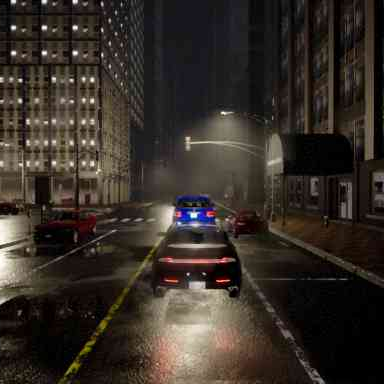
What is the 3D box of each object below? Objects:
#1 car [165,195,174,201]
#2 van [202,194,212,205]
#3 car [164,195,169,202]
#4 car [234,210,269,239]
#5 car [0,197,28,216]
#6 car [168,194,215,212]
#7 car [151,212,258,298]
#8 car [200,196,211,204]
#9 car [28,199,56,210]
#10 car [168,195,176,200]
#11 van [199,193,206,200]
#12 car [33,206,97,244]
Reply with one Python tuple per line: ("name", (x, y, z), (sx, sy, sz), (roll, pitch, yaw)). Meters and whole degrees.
("car", (-5.676, 1.538, 83.481), (1.947, 1.339, 4.313), (0, 0, 0))
("van", (2.698, 1.326, 60.691), (1.690, 1.788, 3.998), (0, 0, 0))
("car", (-5.677, 1.521, 77.784), (1.887, 1.381, 4.507), (0, 0, 0))
("car", (2.818, 1.579, 17.098), (1.802, 1.307, 4.206), (0, 0, 0))
("car", (-18.602, 1.306, 31.066), (5.009, 1.841, 2.192), (0, 0, 1))
("car", (0.093, 1.218, 18.417), (2.150, 2.045, 5.566), (0, 0, 0))
("car", (0.101, 1.490, 8.498), (2.128, 1.511, 4.902), (0, 0, 0))
("car", (2.700, 1.533, 66.388), (2.008, 1.369, 4.403), (0, 0, 0))
("car", (-18.514, 1.497, 39.448), (4.403, 1.369, 2.008), (0, 0, 1))
("car", (-5.673, 1.529, 94.874), (1.947, 1.339, 4.313), (0, 0, 0))
("van", (2.705, 1.309, 89.175), (1.690, 1.788, 3.998), (0, 0, 0))
("car", (-5.822, 1.542, 15.724), (1.887, 1.381, 4.507), (0, 0, 0))
